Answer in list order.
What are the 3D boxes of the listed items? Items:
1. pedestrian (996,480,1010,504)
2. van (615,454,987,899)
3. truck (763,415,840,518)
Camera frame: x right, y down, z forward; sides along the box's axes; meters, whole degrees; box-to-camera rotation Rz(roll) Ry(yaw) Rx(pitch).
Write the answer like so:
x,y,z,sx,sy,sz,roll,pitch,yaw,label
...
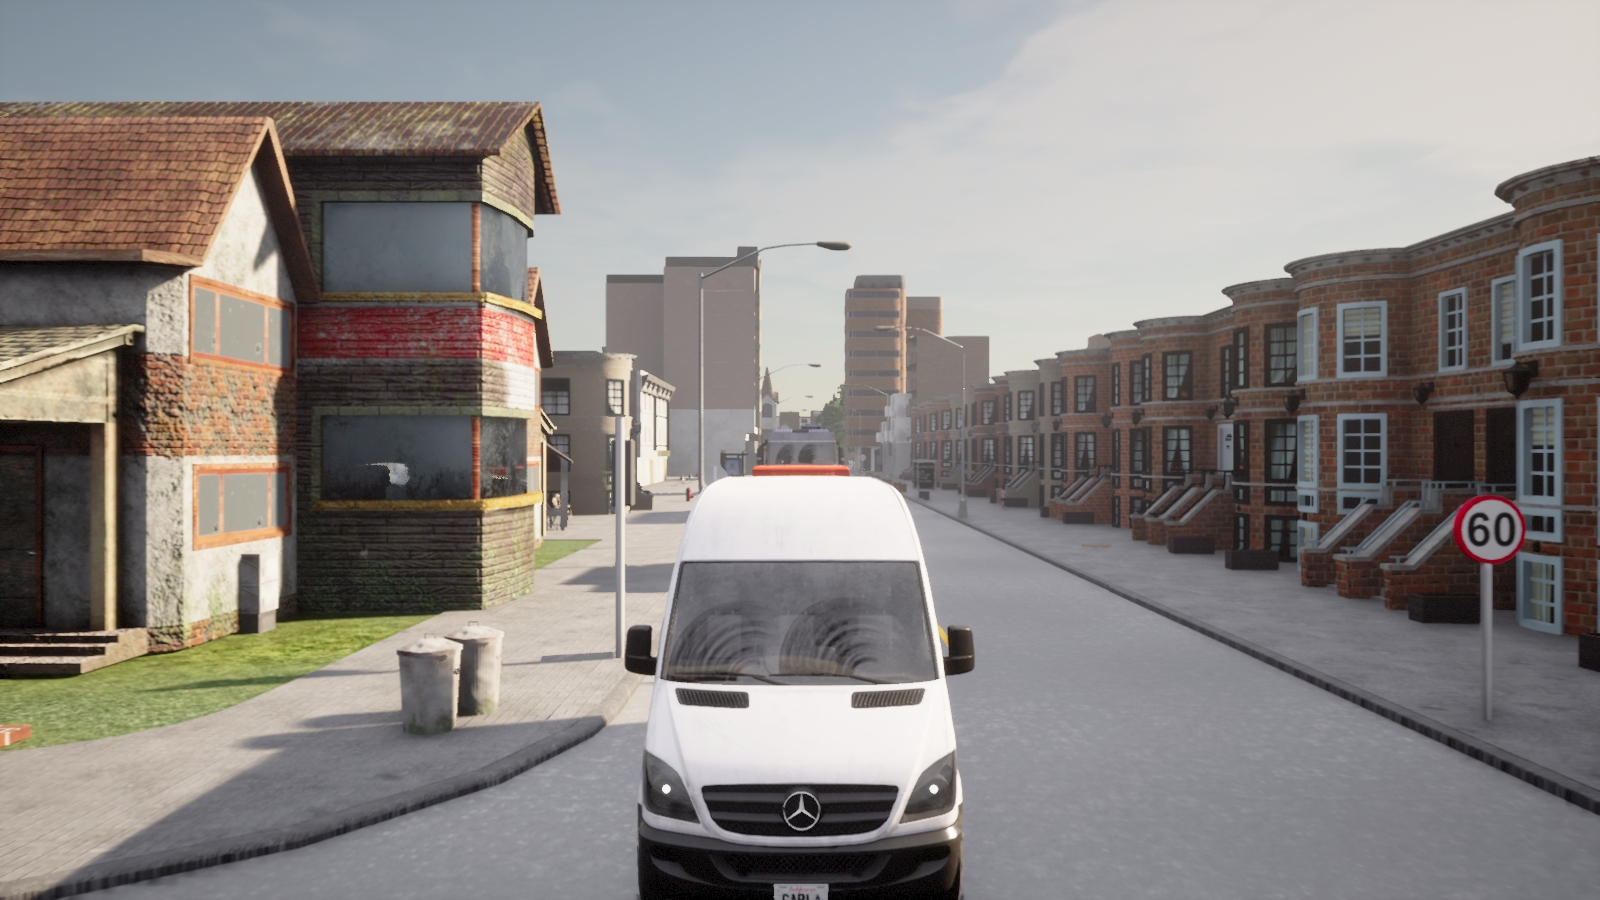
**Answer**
x,y,z,sx,sy,sz,roll,pitch,yaw,label
9.247,1.904,51.996,0.500,1.100,0.500,0,0,-7,pedestrian
0.005,1.315,9.070,1.988,2.561,5.915,0,0,0,van
0.032,0.664,46.933,2.891,3.827,8.468,0,-1,0,truck
